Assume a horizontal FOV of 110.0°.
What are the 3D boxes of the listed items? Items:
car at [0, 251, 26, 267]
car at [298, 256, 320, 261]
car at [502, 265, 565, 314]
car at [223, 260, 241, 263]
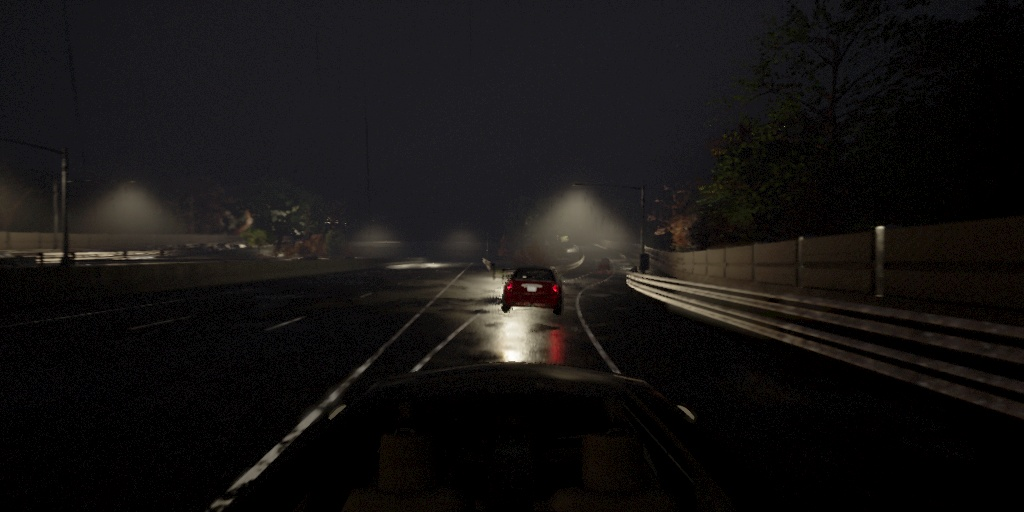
[{"bbox_3d":[-44.383,0.297,30.475,2.033,1.411,5.357,0,1,-29],"label":"car"},{"bbox_3d":[-29.605,0.823,52.347,2.097,1.767,4.553,1,0,-4],"label":"car"},{"bbox_3d":[0.994,1.164,14.330,2.097,1.767,4.553,3,0,9],"label":"car"},{"bbox_3d":[-28.128,1.079,35.354,1.895,1.301,4.718,1,0,-5],"label":"car"}]
